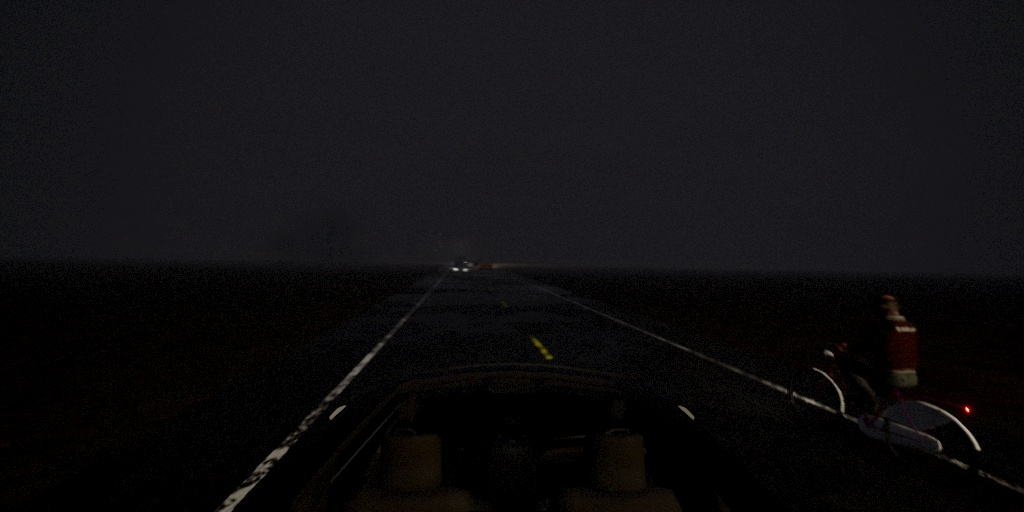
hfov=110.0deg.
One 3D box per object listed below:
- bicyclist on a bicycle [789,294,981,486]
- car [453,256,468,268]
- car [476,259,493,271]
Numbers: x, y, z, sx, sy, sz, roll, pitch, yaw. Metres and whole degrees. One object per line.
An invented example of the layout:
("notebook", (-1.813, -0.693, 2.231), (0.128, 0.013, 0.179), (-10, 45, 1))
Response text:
("bicyclist on a bicycle", (3.954, 1.297, 4.043), (0.659, 1.776, 1.843), (2, 0, -8))
("car", (-8.857, 1.005, 62.070), (2.150, 2.045, 5.566), (2, 0, -8))
("car", (-3.979, 1.403, 53.953), (1.882, 1.535, 5.008), (2, 0, -9))
